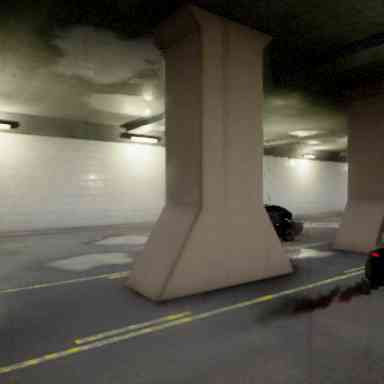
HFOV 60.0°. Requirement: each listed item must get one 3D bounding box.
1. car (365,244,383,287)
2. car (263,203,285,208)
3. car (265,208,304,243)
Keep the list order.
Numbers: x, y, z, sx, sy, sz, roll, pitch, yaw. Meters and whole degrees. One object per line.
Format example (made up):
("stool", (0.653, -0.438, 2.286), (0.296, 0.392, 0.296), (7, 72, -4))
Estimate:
("car", (6.067, 1.538, 8.075), (4.181, 1.385, 1.994), (0, 0, -35))
("car", (3.951, 1.466, 19.706), (4.892, 1.490, 1.837), (0, 0, -35))
("car", (2.668, 1.573, 14.493), (4.718, 1.301, 1.895), (0, 0, -35))
